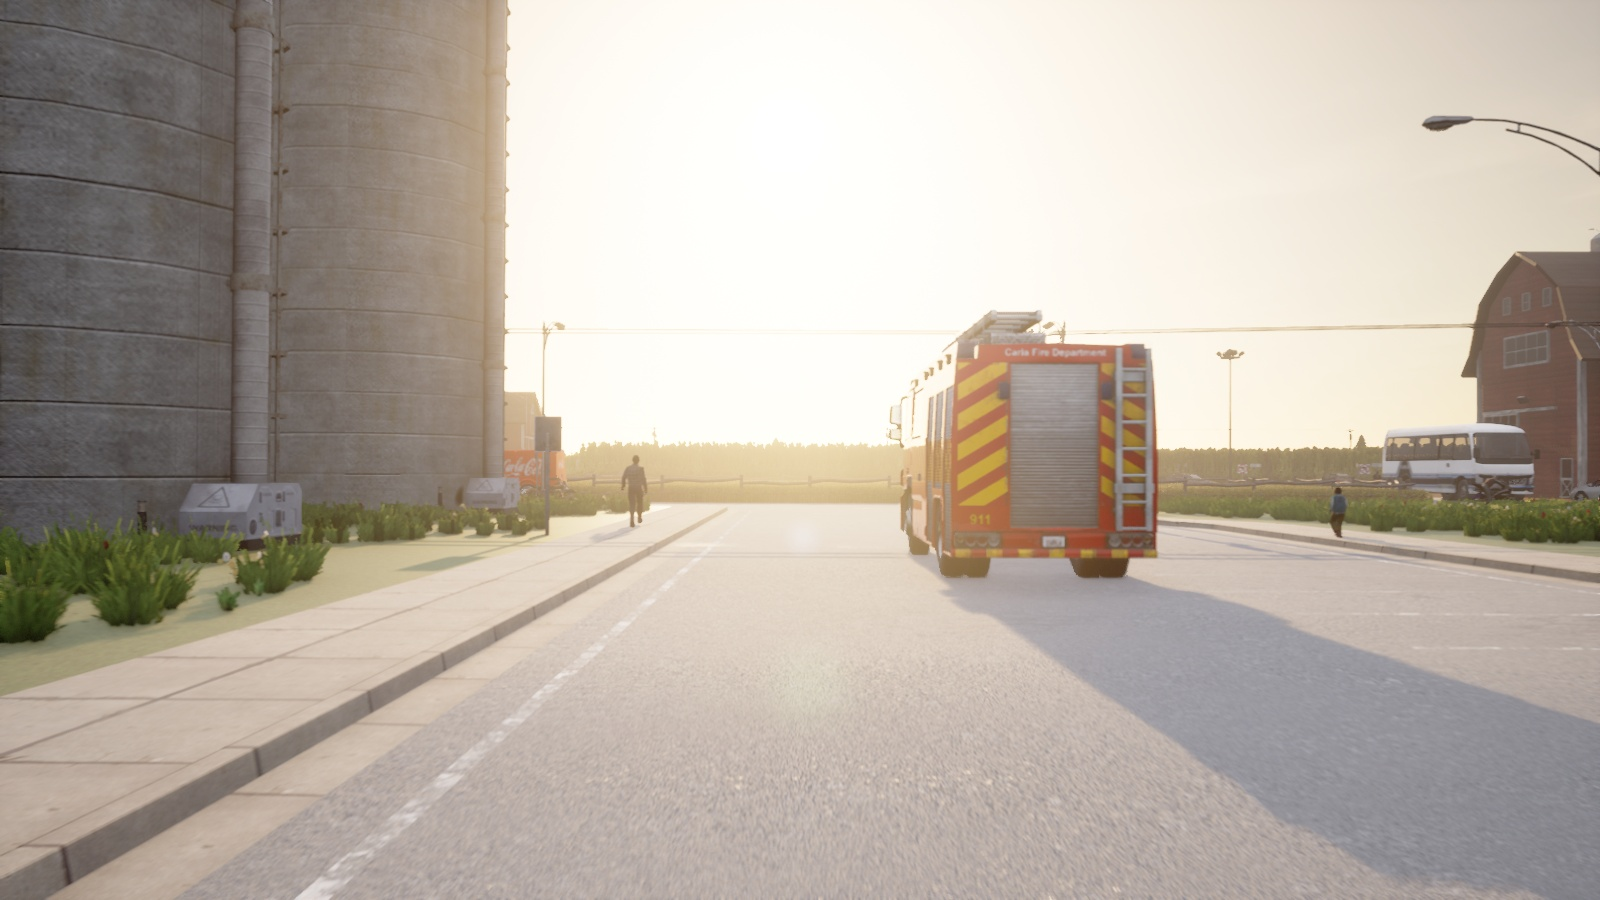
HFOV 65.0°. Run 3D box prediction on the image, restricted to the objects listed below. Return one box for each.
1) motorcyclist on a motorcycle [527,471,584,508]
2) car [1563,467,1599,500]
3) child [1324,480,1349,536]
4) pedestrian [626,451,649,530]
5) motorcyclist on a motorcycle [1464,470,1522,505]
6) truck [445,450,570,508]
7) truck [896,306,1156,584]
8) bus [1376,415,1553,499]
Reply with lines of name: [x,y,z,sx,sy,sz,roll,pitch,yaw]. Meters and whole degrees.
motorcyclist on a motorcycle: [-10.792,1.737,55.492,2.350,1.649,0.766,0,-1,1]
car: [38.048,1.568,58.108,2.007,1.525,4.514,0,-1,-16]
child: [11.748,1.263,27.487,0.343,1.192,0.448,0,-1,-1]
pedestrian: [-4.083,1.014,31.539,0.423,1.949,0.788,0,-1,3]
motorcyclist on a motorcycle: [30.705,1.648,55.652,2.191,1.530,0.866,0,-1,-13]
truck: [-13.690,1.346,59.040,5.204,2.467,2.627,-2,-1,1]
truck: [3.444,-0.003,21.578,2.891,3.827,8.468,0,-1,0]
bus: [36.271,0.452,69.205,3.944,4.253,10.273,0,-1,-2]
